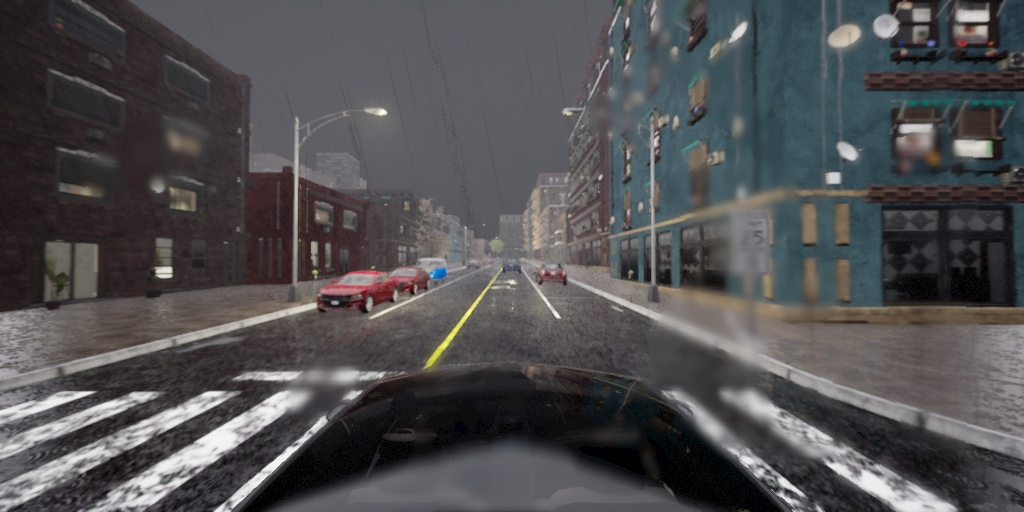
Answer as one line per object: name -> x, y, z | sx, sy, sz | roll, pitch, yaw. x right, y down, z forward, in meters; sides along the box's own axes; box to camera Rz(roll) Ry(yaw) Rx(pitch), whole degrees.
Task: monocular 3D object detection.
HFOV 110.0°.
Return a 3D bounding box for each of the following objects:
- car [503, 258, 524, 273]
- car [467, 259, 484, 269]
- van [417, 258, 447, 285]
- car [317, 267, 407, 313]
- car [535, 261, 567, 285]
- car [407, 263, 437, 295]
car -> -0.009, 1.030, 41.548 | 2.097, 1.767, 4.553 | 0, 0, 0
car -> -5.702, 1.238, 53.710 | 1.802, 1.307, 4.207 | 0, 0, 0
van -> -5.695, 1.047, 25.277 | 1.690, 1.789, 3.998 | 0, 0, 0
car -> -5.769, 1.272, 13.908 | 1.888, 1.381, 4.507 | 0, 0, 0
car -> 2.686, 1.147, 25.340 | 1.967, 1.591, 4.097 | 0, 0, 0
car -> -5.694, 1.262, 19.589 | 1.888, 1.381, 4.507 | 0, 0, 0
